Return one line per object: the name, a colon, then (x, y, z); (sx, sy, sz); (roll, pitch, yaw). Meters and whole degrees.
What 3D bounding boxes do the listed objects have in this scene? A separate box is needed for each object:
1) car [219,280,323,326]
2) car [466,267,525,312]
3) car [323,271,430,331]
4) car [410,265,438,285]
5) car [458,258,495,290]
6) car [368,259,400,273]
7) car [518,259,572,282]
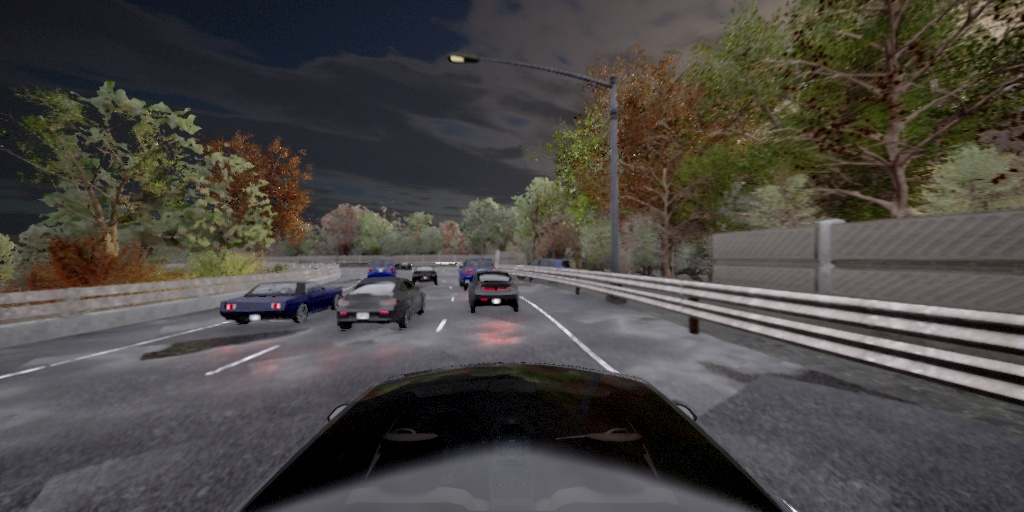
car: (-7.582, 1.495, 12.484); (1.895, 1.301, 4.718); (0, 0, -6)
car: (-0.862, 1.372, 14.907); (1.837, 1.490, 4.892); (0, -1, -8)
car: (-3.980, 1.386, 11.451); (1.812, 1.442, 4.674); (0, -1, -4)
car: (-7.173, 1.514, 29.557); (1.882, 1.535, 5.008); (0, -1, -14)
car: (-2.414, 1.177, 24.759); (2.150, 2.045, 5.566); (0, -2, -12)
car: (-11.241, 1.301, 31.364); (2.150, 2.045, 5.566); (0, -1, -15)
car: (2.855, 1.258, 33.062); (5.566, 2.045, 2.150); (3, 0, 37)
